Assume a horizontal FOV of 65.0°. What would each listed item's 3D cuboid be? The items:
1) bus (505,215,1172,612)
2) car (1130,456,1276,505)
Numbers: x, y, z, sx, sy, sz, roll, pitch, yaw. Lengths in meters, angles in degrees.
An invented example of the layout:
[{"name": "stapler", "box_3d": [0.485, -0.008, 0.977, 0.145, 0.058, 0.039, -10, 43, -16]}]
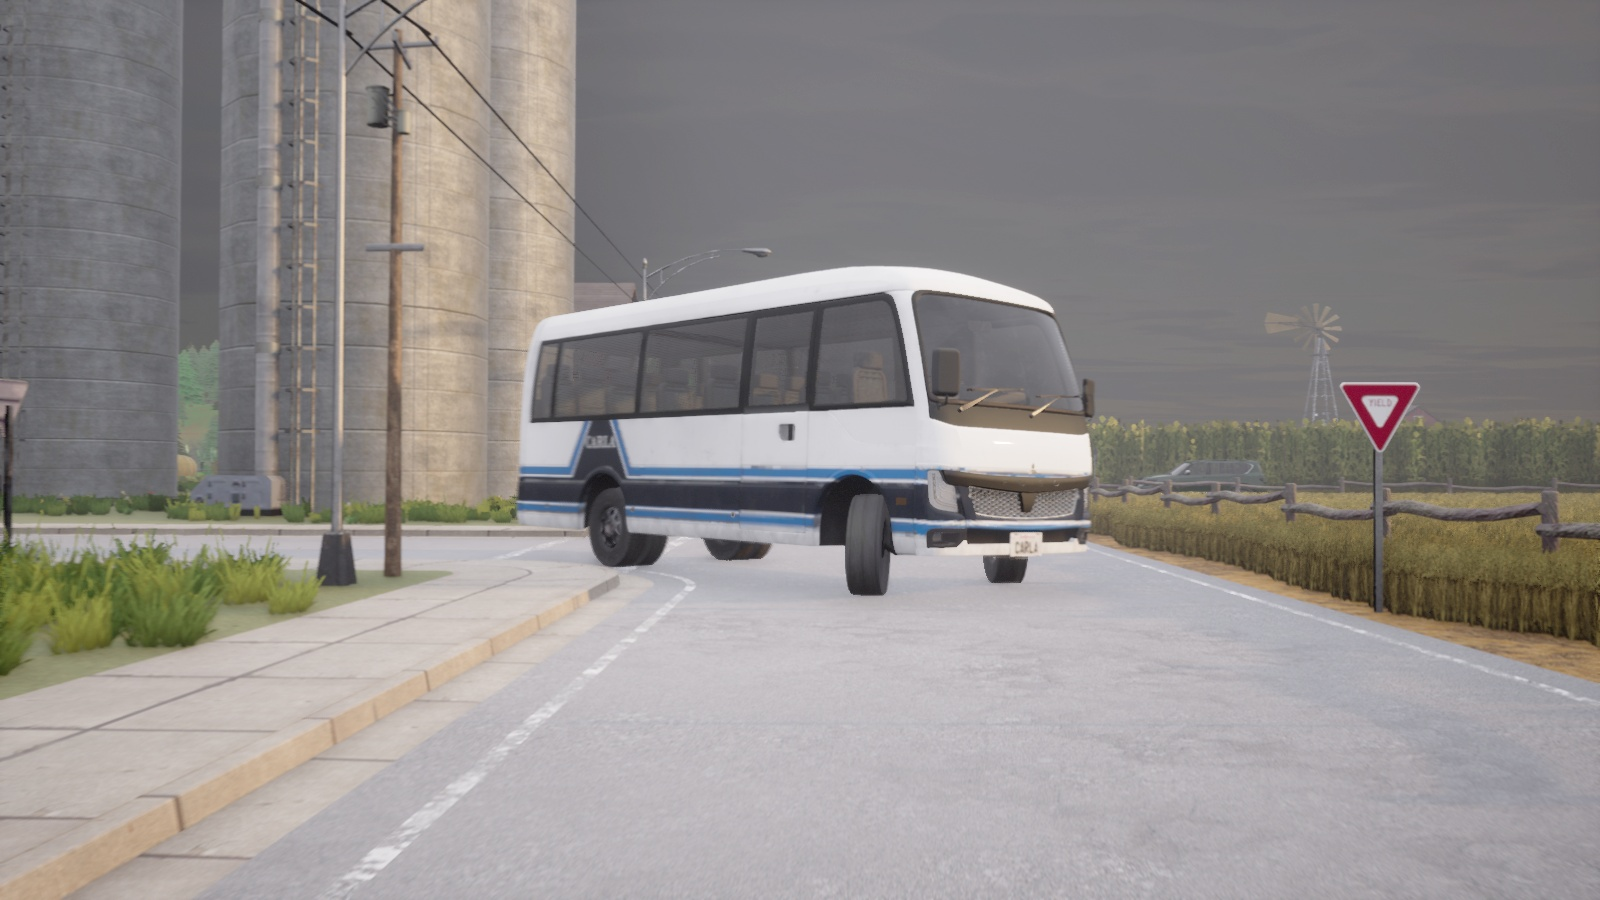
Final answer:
[{"name": "bus", "box_3d": [-0.109, -0.281, 18.626, 3.944, 4.253, 10.273, 2, -2, -40]}, {"name": "car", "box_3d": [17.232, 1.294, 53.851, 5.566, 2.045, 2.150, 0, -1, 2]}]
